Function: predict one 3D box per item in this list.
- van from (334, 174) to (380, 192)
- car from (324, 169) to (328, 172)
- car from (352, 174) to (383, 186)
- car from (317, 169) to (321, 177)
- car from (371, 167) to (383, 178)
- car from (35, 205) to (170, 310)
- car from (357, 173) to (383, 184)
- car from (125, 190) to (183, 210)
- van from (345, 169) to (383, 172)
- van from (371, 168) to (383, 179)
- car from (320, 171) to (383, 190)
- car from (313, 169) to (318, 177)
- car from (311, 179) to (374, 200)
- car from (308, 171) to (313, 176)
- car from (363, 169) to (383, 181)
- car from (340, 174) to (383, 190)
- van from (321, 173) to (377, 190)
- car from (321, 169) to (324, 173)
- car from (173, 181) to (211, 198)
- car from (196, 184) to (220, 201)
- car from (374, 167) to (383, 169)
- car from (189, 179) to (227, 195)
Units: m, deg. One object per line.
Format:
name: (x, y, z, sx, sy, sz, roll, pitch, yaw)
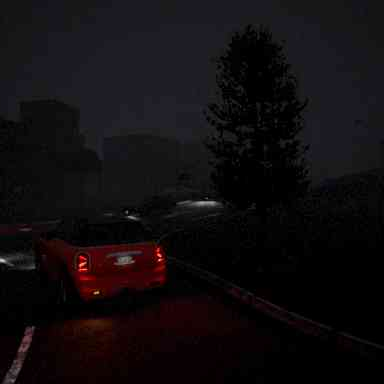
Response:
van: (18.951, -1.041, 38.444, 4.442, 1.987, 1.878, -1, 5, 16)
car: (31.986, -4.929, 87.705, 5.566, 2.045, 2.435, -2, 3, 15)
car: (26.110, -1.798, 48.122, 4.892, 1.521, 2.231, -1, 5, 16)
car: (28.674, -4.267, 82.916, 5.008, 1.535, 2.097, -2, 3, 15)
car: (39.849, -3.997, 67.723, 5.566, 2.045, 2.435, -1, 4, 15)
car: (-2.469, 1.342, 8.224, 2.097, 1.767, 4.553, 0, 0, -33)
car: (27.878, -2.016, 50.563, 4.792, 1.488, 2.163, -1, 4, 16)
car: (-3.377, 0.964, 26.982, 2.033, 1.411, 5.357, 0, 4, 34)
van: (22.701, -1.535, 43.227, 4.442, 1.987, 1.878, -1, 4, 16)
van: (36.537, -3.499, 62.794, 4.442, 1.987, 1.878, -1, 4, 15)
car: (17.273, -0.822, 36.002, 5.566, 2.045, 2.435, -1, 5, 16)
car: (27.015, -4.054, 80.509, 5.008, 1.535, 2.097, -2, 4, 15)
car: (13.786, -0.083, 31.191, 5.008, 1.535, 2.097, -1, 4, 16)
car: (25.361, -3.958, 78.088, 4.553, 1.767, 2.185, -2, 4, 15)
car: (33.054, -3.035, 57.902, 5.566, 2.045, 2.435, -1, 4, 15)
car: (20.801, -1.188, 40.852, 4.553, 1.767, 2.185, -1, 4, 16)
van: (15.655, -0.554, 33.556, 4.442, 1.987, 1.878, -1, 4, 16)
car: (30.175, -4.475, 85.363, 5.366, 1.575, 1.946, -2, 3, 15)
car: (0.533, -0.234, 41.844, 4.792, 1.488, 2.163, -2, 3, 14)
car: (3.033, 0.078, 36.400, 2.033, 1.411, 5.357, 0, 5, 35)
car: (29.611, -2.542, 52.990, 5.566, 2.045, 2.435, -1, 4, 15)
car: (2.174, -0.629, 44.262, 4.553, 1.767, 2.185, -2, 4, 14)
